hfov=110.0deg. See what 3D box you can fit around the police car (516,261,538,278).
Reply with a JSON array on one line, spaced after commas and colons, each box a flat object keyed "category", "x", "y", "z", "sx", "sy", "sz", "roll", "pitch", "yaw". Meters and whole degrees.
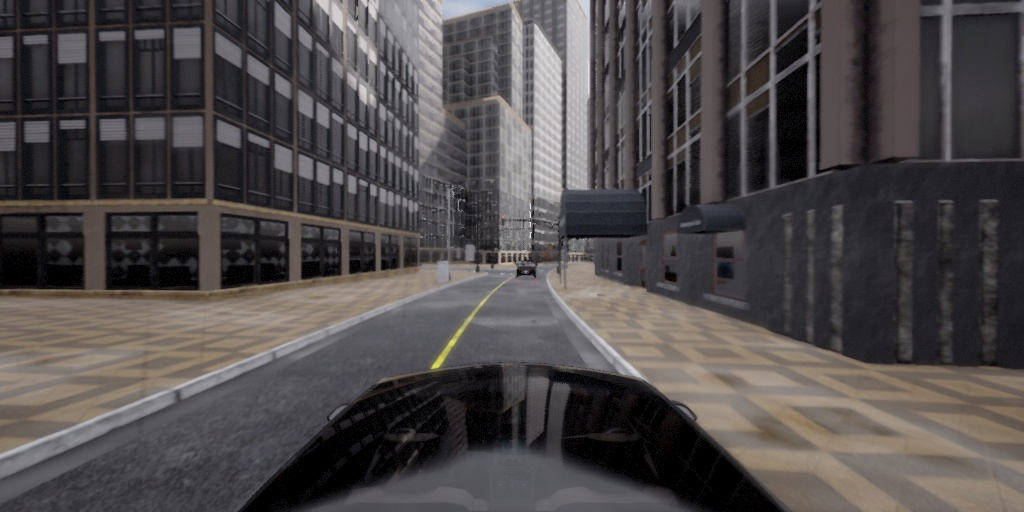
[{"category": "police car", "x": 1.467, "y": 1.263, "z": 34.754, "sx": 1.930, "sy": 1.638, "sz": 5.238, "roll": 0, "pitch": -1, "yaw": 5}]
